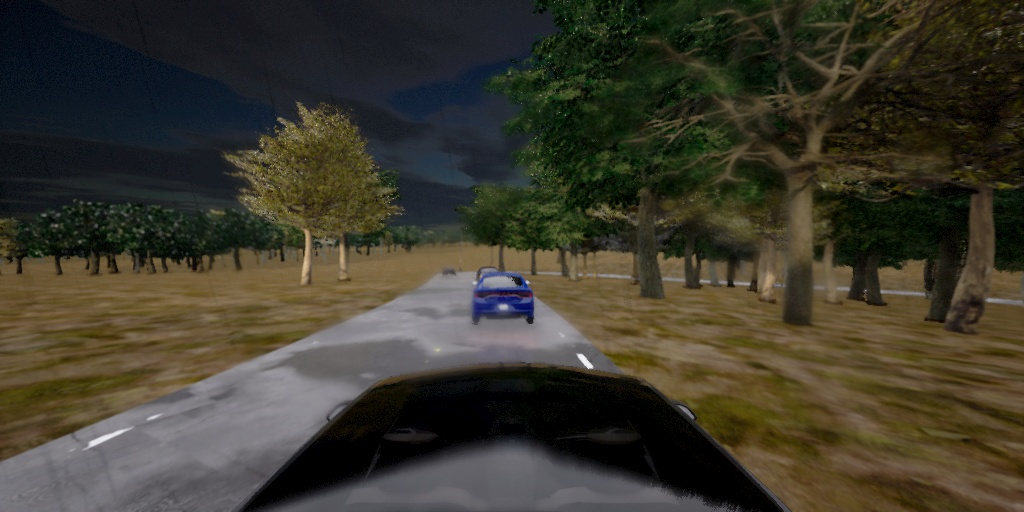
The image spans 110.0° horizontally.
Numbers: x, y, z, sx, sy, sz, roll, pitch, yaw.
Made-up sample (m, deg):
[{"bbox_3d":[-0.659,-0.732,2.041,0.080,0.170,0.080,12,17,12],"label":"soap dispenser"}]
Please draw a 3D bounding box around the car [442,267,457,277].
[{"bbox_3d":[-8.272,2.061,47.199,1.895,1.301,4.718,-1,-2,-10],"label":"car"}]

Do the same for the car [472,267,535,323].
[{"bbox_3d":[-0.360,1.303,12.508,1.882,1.535,5.008,0,0,-3],"label":"car"}]

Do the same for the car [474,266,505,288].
[{"bbox_3d":[-1.865,1.549,27.990,2.033,1.411,5.357,0,-1,-8],"label":"car"}]
